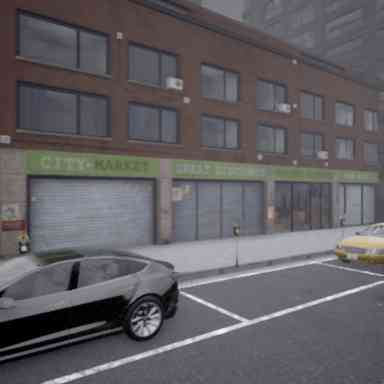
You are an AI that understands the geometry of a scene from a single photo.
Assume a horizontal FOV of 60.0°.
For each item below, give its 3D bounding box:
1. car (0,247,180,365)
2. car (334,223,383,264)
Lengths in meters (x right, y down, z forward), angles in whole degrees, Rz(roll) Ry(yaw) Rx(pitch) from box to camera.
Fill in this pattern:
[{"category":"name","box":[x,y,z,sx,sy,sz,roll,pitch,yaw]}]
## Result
[{"category":"car","box":[-2.195,1.576,4.978,4.313,1.339,1.947,1,-1,-35]},{"category":"car","box":[6.761,1.639,11.367,4.829,1.417,1.752,1,-1,-35]}]
